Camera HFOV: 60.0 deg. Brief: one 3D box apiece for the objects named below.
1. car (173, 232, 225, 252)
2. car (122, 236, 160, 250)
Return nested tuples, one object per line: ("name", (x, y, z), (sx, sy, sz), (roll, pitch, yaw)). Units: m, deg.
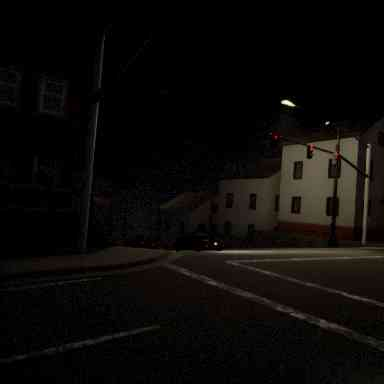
("car", (0.414, 3.531, 23.618), (1.994, 1.385, 4.181), (6, -12, -35))
("car", (-4.797, 4.814, 30.833), (1.882, 1.535, 5.008), (6, -15, -35))
